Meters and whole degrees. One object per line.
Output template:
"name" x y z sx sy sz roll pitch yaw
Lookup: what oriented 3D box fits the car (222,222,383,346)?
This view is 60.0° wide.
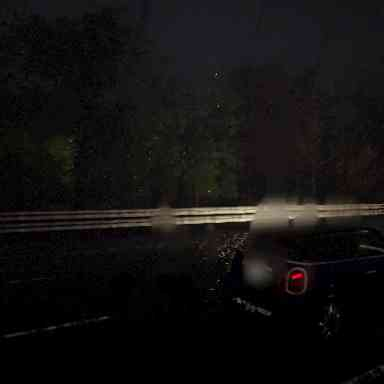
"car" 2.890 1.376 6.569 4.553 1.767 2.097 0 0 -31
